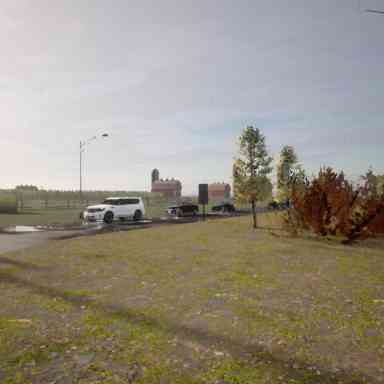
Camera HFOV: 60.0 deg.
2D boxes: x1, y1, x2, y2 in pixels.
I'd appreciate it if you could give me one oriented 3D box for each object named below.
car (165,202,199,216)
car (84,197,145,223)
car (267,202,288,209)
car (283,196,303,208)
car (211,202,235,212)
[{"bbox_3d":[-1.057,1.817,36.690,2.128,1.511,4.902,-1,-1,32],"label":"car"},{"bbox_3d":[-6.390,1.452,28.174,2.150,2.045,5.566,-1,-1,34],"label":"car"},{"bbox_3d":[13.531,1.965,53.126,1.837,1.490,4.892,-1,-1,32],"label":"car"},{"bbox_3d":[18.765,1.783,61.649,2.150,2.045,5.566,-1,-1,32],"label":"car"},{"bbox_3d":[4.283,1.986,45.205,1.994,1.385,4.181,-1,-1,32],"label":"car"}]
